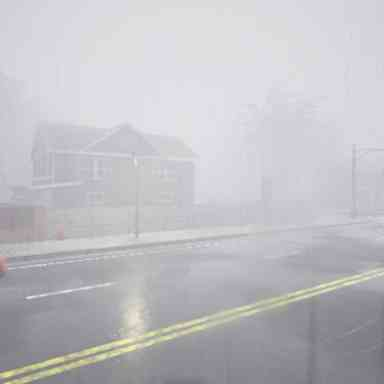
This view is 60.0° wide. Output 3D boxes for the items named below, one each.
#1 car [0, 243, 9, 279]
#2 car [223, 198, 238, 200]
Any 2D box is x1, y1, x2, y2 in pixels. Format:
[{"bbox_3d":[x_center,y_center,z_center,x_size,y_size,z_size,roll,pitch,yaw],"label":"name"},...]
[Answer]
[{"bbox_3d":[-6.525,1.351,7.009,4.553,1.767,2.097,0,0,-36],"label":"car"},{"bbox_3d":[5.240,1.540,44.134,2.128,1.511,4.902,0,0,-35],"label":"car"}]
